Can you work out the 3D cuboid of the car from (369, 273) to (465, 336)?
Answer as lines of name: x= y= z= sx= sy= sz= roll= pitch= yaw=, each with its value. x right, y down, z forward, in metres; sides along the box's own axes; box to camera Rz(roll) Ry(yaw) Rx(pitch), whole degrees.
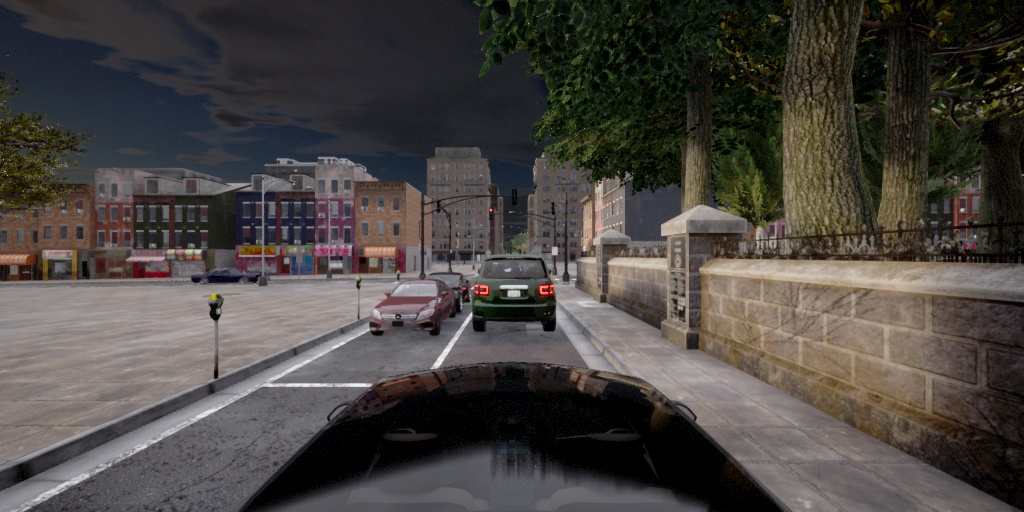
car: x=-2.638 y=1.331 z=10.379 sx=1.802 sy=1.307 sz=4.207 roll=0 pitch=0 yaw=0

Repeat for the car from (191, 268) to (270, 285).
car: x=-20.999 y=1.570 z=26.919 sx=4.718 sy=1.301 sz=1.895 roll=-1 pitch=0 yaw=0

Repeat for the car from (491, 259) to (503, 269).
car: x=-2.292 y=1.263 z=55.717 sx=1.812 sy=1.442 sz=4.674 roll=0 pitch=0 yaw=0

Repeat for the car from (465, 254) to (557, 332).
car: x=0.076 y=0.971 z=11.058 sx=2.150 sy=2.045 sz=5.566 roll=0 pitch=0 yaw=1

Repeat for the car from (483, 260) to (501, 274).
car: x=-2.282 y=1.267 z=42.065 sx=1.812 sy=1.442 sz=4.674 roll=0 pitch=0 yaw=0
